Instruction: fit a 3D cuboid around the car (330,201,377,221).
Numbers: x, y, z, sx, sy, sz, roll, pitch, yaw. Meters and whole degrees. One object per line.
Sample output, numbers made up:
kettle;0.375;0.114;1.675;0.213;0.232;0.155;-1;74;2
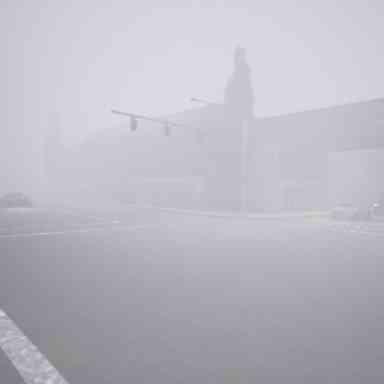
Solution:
car;13.170;1.504;27.386;4.674;1.442;1.812;1;1;-42

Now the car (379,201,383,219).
car;16.392;1.606;25.587;4.674;1.442;1.812;1;1;-42

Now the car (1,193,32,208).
car;-16.622;0.759;31.436;1.994;1.385;4.181;1;1;-41

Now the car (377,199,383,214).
car;20.295;1.430;33.885;4.553;1.767;2.097;1;1;-42
